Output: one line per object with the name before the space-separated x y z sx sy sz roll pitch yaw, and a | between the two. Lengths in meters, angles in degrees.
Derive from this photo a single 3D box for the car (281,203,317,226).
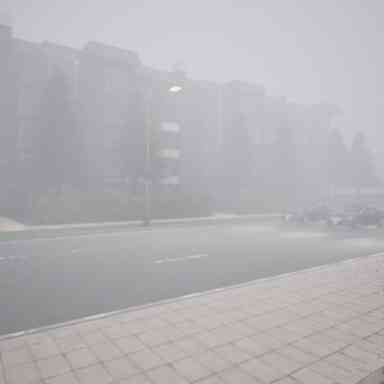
car | 8.469 1.539 24.027 4.902 1.511 2.128 0 0 -35

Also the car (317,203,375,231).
car | 10.501 1.538 21.177 4.902 1.511 2.128 0 0 -35

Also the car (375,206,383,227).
car | 12.532 1.538 18.327 4.902 1.511 2.128 0 0 -35
